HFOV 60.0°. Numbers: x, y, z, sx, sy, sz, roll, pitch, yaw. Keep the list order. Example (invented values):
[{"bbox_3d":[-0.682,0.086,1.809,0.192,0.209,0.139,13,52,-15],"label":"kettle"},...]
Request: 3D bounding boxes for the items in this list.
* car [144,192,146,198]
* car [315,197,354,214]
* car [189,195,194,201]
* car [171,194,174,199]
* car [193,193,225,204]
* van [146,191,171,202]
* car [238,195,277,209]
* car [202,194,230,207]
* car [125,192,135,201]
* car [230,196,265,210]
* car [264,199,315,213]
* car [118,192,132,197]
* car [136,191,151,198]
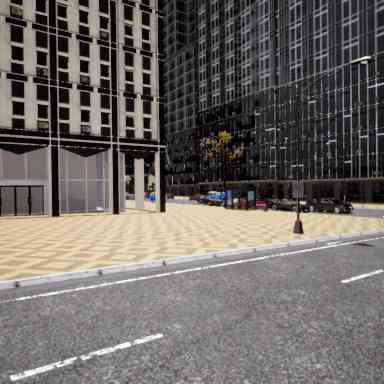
[{"bbox_3d":[-8.683,0.611,77.130,2.192,1.841,5.009,-1,1,-35],"label":"car"},{"bbox_3d":[14.001,1.342,34.059,1.837,1.490,4.892,-1,1,-35],"label":"car"},{"bbox_3d":[1.003,1.039,63.100,1.802,1.307,4.206,-1,1,-35],"label":"car"},{"bbox_3d":[-5.454,0.932,72.456,1.802,1.307,4.206,-1,1,-35],"label":"car"},{"bbox_3d":[2.705,1.257,50.446,1.895,1.301,4.718,-1,1,-34],"label":"car"},{"bbox_3d":[-5.895,0.934,58.339,1.690,1.788,3.998,-1,1,-35],"label":"van"},{"bbox_3d":[8.266,1.251,42.368,1.837,1.490,4.892,-1,1,-35],"label":"car"},{"bbox_3d":[3.745,1.316,44.280,1.947,1.339,4.313,-1,1,-35],"label":"car"},{"bbox_3d":[-12.352,1.036,67.697,2.008,1.369,4.403,0,1,-35],"label":"car"},{"bbox_3d":[6.925,1.385,39.569,1.802,1.307,4.206,-1,1,-35],"label":"car"},{"bbox_3d":[10.139,1.421,34.880,1.947,1.339,4.313,-1,1,-35],"label":"car"},{"bbox_3d":[-18.367,0.684,91.166,2.008,1.369,4.403,0,1,-35],"label":"car"},{"bbox_3d":[-11.911,0.682,81.809,1.967,1.590,4.097,0,1,-35],"label":"car"}]
